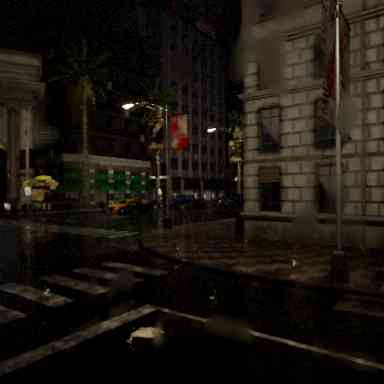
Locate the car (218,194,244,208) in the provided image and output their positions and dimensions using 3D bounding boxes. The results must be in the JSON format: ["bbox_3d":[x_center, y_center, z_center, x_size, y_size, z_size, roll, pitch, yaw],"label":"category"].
[{"bbox_3d":[7.009,1.339,50.565,5.566,2.045,2.150,0,0,-45],"label":"car"}]

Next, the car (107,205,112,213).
[{"bbox_3d":[-7.367,1.617,37.926,1.882,1.535,5.008,0,0,37],"label":"car"}]

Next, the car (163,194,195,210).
[{"bbox_3d":[-1.563,1.360,45.803,2.150,2.045,5.566,0,0,37],"label":"car"}]

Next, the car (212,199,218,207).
[{"bbox_3d":[5.125,1.485,53.491,4.553,1.767,2.097,0,0,-43],"label":"car"}]

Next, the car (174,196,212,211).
[{"bbox_3d":[0.222,1.647,42.322,1.812,1.442,4.674,0,0,37],"label":"car"}]

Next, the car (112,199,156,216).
[{"bbox_3d":[-5.687,1.686,34.297,1.994,1.385,4.181,0,0,36],"label":"car"}]
